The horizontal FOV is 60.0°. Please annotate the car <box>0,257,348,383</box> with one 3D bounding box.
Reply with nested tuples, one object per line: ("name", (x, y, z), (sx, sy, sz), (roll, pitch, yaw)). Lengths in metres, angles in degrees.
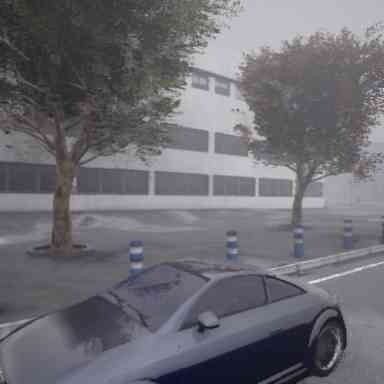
("car", (-0.022, 1.559, 3.977), (4.181, 1.385, 1.994), (0, 0, -35))
